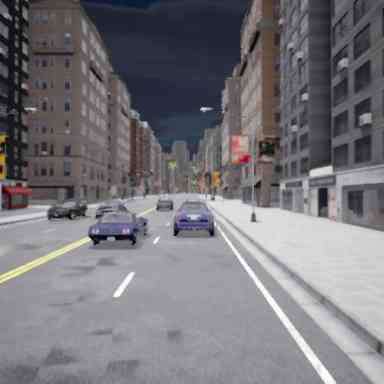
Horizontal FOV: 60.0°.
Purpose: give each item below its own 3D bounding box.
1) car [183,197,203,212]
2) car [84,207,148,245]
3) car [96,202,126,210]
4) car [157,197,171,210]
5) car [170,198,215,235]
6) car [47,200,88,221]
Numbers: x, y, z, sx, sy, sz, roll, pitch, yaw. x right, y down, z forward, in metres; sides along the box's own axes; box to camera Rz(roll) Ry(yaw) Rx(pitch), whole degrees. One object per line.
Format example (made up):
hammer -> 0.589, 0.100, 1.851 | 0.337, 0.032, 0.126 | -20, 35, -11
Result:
car -> 0.092, 1.374, 38.448 | 2.128, 1.511, 4.902 | 0, 0, 0
car -> -3.172, 1.564, 15.330 | 1.895, 1.301, 4.718 | 0, 0, 0
car -> -6.587, 1.489, 27.551 | 1.994, 1.385, 4.181 | 0, 0, 0
car -> -3.158, 1.368, 40.099 | 2.128, 1.511, 4.902 | 0, 0, 0
car -> 0.096, 1.305, 18.510 | 2.097, 1.767, 4.553 | 0, 0, 0
car -> -9.839, 1.406, 26.626 | 1.882, 1.535, 5.008 | 0, 0, 0
